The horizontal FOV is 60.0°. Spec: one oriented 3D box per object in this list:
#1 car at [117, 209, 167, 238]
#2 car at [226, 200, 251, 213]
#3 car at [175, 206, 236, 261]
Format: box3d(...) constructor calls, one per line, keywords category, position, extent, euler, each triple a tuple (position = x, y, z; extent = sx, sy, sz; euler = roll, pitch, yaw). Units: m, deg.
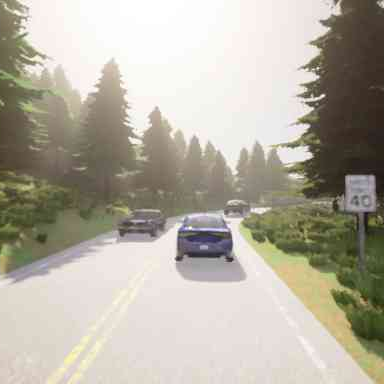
box3d(category="car", position=(-2.615, 1.641, 18.235), extent=(1.895, 1.301, 4.718), euler=(0, 0, 4))
box3d(category="car", position=(4.717, 1.566, 33.988), extent=(1.837, 1.490, 4.892), euler=(-2, 0, 24))
box3d(category="car", position=(0.461, 1.526, 12.571), extent=(1.882, 1.535, 5.008), euler=(1, 0, 2))
